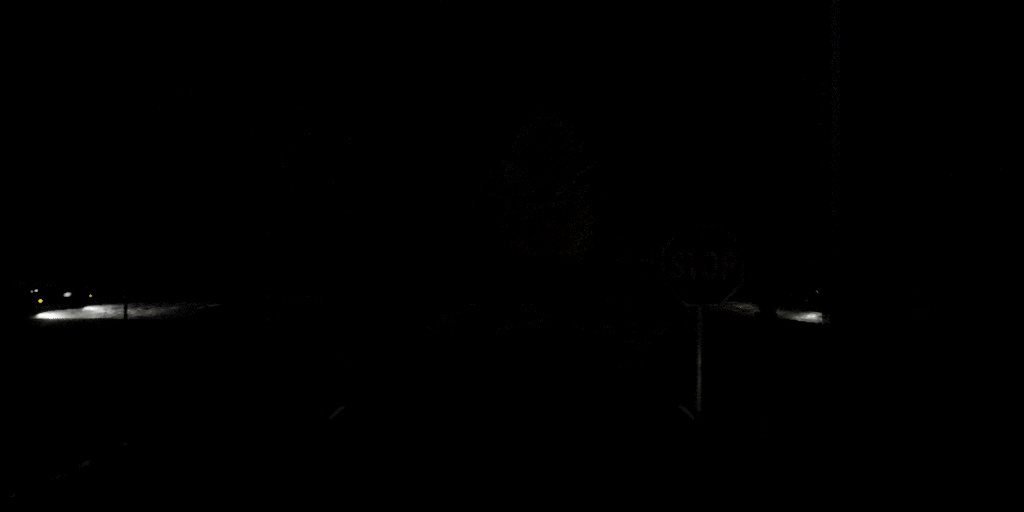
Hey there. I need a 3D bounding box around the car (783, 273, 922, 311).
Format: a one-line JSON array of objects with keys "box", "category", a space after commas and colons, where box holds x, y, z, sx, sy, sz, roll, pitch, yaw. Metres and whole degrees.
[{"box": [14.752, 1.495, 15.709, 5.008, 1.535, 1.882, 1, 1, 0], "category": "car"}]

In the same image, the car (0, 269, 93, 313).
[{"box": [-17.760, 1.157, 12.720, 4.181, 1.385, 1.994, 1, 1, 0], "category": "car"}]
